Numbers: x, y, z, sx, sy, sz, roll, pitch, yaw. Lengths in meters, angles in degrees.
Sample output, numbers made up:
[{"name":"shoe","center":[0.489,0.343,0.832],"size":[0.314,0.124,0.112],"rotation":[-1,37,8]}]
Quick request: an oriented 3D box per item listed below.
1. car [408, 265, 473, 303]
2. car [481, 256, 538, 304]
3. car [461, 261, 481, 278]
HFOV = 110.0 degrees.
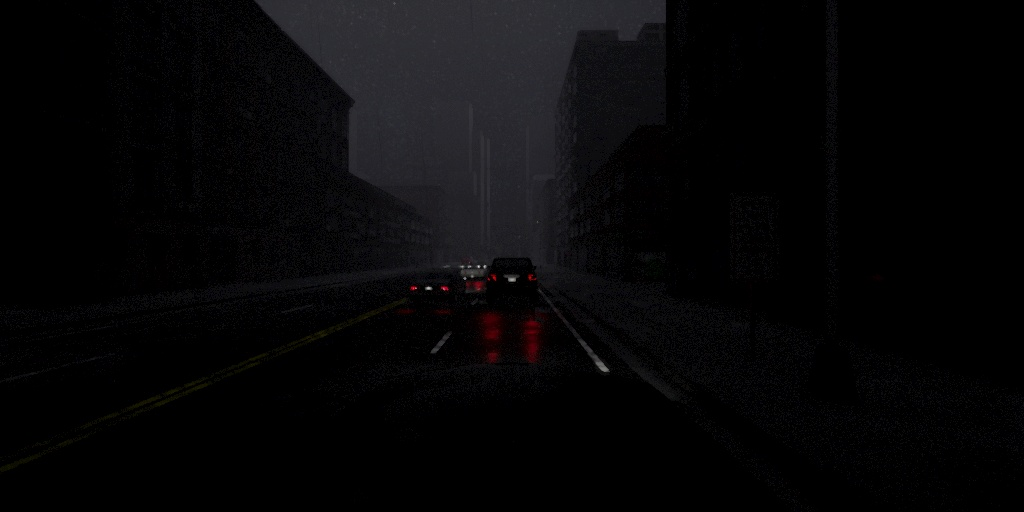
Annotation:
[{"name":"car","center":[-3.249,1.316,16.500],"size":[2.033,1.411,5.357],"rotation":[0,0,0]},{"name":"car","center":[0.000,1.010,16.530],"size":[2.150,2.045,5.566],"rotation":[0,0,0]},{"name":"car","center":[-3.250,1.373,31.530],"size":[1.895,1.301,4.718],"rotation":[0,0,0]}]
